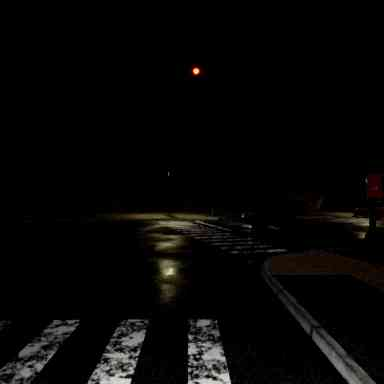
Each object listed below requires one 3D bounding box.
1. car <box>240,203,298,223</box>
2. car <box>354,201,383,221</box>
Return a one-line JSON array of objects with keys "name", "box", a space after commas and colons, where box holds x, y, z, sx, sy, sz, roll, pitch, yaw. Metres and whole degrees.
[{"name": "car", "box": [6.096, 1.619, 26.212, 4.674, 1.442, 1.812, 1, 0, -19]}, {"name": "car", "box": [16.826, 1.610, 29.732, 4.553, 1.767, 2.097, 1, 0, -17]}]
